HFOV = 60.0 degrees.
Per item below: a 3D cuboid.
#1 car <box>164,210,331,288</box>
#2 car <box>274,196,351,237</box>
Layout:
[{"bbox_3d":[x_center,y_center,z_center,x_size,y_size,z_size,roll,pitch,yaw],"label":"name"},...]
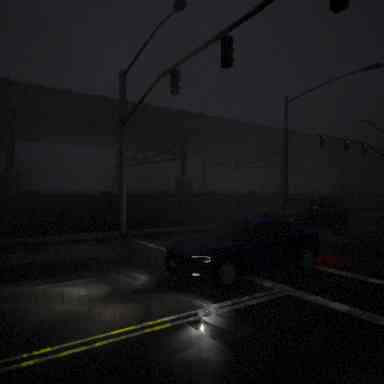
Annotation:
[{"bbox_3d":[1.577,1.477,9.411,5.008,1.535,1.882,0,0,-36],"label":"car"},{"bbox_3d":[5.688,1.221,16.668,5.566,2.045,2.150,0,0,-36],"label":"car"}]
